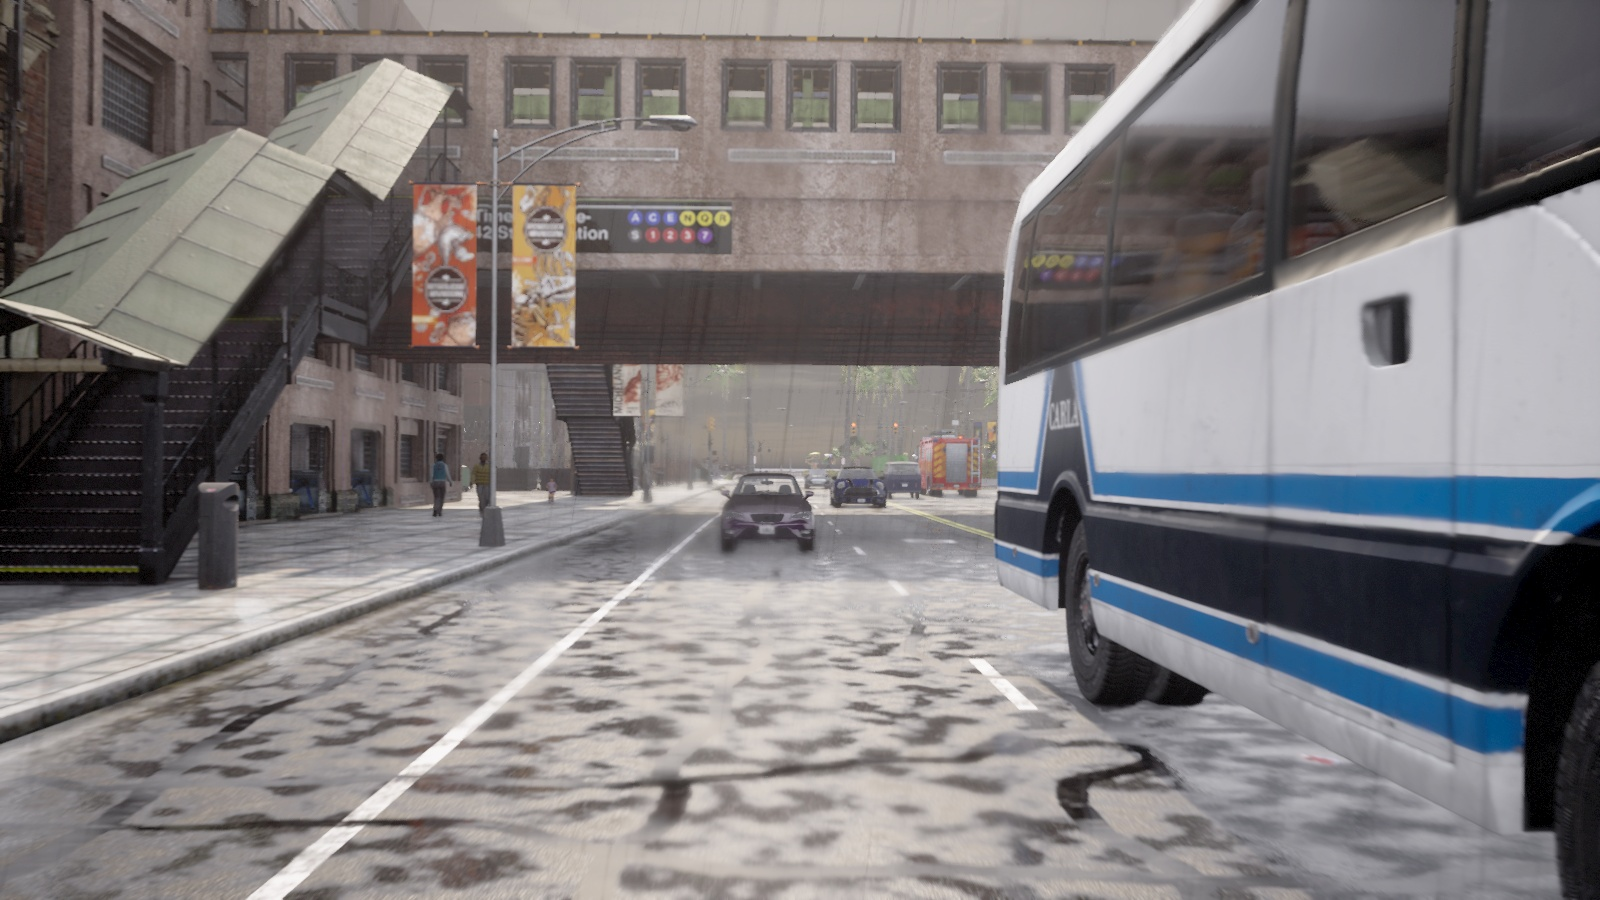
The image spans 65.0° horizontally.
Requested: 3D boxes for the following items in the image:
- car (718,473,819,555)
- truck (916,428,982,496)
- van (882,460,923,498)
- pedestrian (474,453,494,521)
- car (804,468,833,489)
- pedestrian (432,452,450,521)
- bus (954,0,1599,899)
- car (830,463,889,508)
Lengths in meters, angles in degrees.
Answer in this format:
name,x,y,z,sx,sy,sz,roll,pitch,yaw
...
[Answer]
name,x,y,z,sx,sy,sz,roll,pitch,yaw
car,-0.617,1.199,24.883,1.816,1.474,4.193,0,-1,-1
truck,8.885,0.746,75.973,2.891,3.827,8.468,0,-1,-1
van,5.484,1.557,67.766,1.775,1.987,4.442,0,-1,-1
pedestrian,-8.714,1.017,34.617,0.431,1.840,0.709,0,-1,-24
car,1.413,2.202,98.254,2.033,1.649,4.856,0,-1,-2
pedestrian,-10.171,1.037,35.575,0.396,1.930,0.692,0,-1,-9
bus,3.446,-0.491,5.905,3.944,4.253,10.273,0,-1,-1
car,2.415,1.435,51.934,2.097,1.767,4.553,0,-1,-1
